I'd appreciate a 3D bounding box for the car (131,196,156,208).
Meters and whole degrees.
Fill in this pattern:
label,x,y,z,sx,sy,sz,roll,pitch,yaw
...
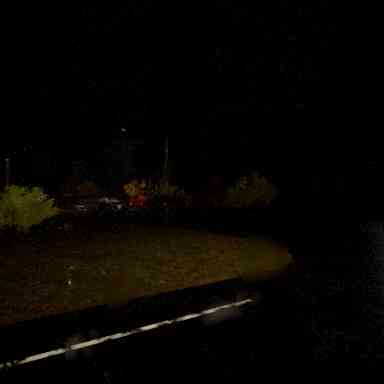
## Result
label,x,y,z,sx,sy,sz,roll,pitch,yaw
car,-6.811,1.279,45.429,1.882,1.535,5.008,0,0,-37

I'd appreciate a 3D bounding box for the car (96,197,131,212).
label,x,y,z,sx,sy,sz,roll,pitch,yaw
car,-9.077,1.338,36.842,2.128,1.511,4.902,0,0,-37

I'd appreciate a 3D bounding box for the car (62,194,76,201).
label,x,y,z,sx,sy,sz,roll,pitch,yaw
car,-26.423,1.097,71.276,1.882,1.535,5.008,0,0,-37
